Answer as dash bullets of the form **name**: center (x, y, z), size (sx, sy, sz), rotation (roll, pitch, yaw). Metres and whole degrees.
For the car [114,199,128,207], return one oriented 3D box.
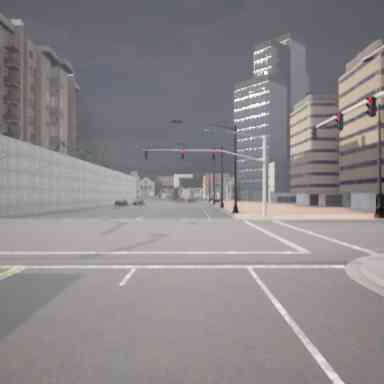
- **car**: center (-14.054, 2.095, 65.989), size (1.882, 1.535, 5.008), rotation (0, -1, 0)

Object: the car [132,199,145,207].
- **car**: center (-10.559, 2.119, 66.008), size (1.837, 1.490, 4.892), rotation (0, 0, 0)
